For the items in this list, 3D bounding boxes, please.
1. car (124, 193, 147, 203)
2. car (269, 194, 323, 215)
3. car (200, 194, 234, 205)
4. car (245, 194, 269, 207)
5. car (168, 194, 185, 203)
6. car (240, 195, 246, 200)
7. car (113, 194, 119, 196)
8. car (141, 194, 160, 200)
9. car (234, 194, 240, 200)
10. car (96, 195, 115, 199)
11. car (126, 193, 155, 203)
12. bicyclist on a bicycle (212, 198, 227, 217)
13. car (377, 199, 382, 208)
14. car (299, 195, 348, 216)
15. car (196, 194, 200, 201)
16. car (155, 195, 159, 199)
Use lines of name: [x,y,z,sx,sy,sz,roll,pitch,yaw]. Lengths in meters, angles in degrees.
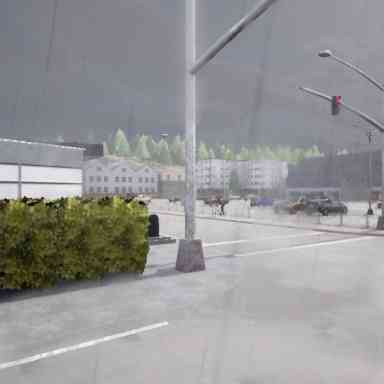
car: [-10.787,1.077,63.608,3.866,1.878,1.905,0,0,-35]
car: [10.258,1.330,32.465,5.027,1.636,2.152,0,0,-35]
car: [4.091,1.298,54.791,4.514,1.523,2.007,0,0,-35]
car: [9.773,1.320,46.571,3.633,1.501,1.845,0,0,-35]
car: [-2.453,1.097,65.414,4.605,1.855,1.932,0,0,-35]
car: [13.600,1.154,72.786,5.027,1.636,2.152,0,0,-35]
car: [-19.772,1.334,84.911,4.902,1.511,2.128,0,0,-35]
car: [-11.356,1.286,90.748,5.008,1.535,1.882,0,0,-35]
car: [9.663,1.232,77.864,3.806,1.475,1.970,0,0,-35]
car: [-11.427,1.505,41.311,1.837,1.490,4.892,0,0,-35]
car: [-9.386,1.361,60.531,3.806,1.475,1.970,0,0,-35]
bicyclist on a bicycle: [2.337,1.301,27.998,1.656,1.620,0.582,0,0,-35]
car: [25.650,1.384,43.025,3.806,1.475,1.970,0,0,-35]
car: [12.095,1.340,29.923,4.514,1.523,2.007,0,0,-35]
car: [1.786,1.298,76.835,4.514,1.523,2.007,0,0,-35]
car: [-11.662,1.286,86.277,5.008,1.535,1.882,0,0,-35]
